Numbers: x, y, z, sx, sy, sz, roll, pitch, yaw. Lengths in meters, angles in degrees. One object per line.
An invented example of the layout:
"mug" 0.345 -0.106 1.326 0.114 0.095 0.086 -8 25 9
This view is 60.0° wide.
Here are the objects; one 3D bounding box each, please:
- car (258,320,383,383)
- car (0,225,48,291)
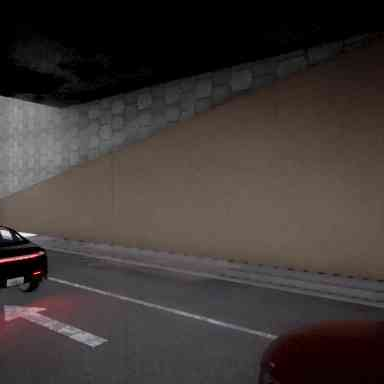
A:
"car" 2.676 1.526 1.975 4.674 1.442 1.812 0 0 36
"car" -5.331 1.492 7.745 4.902 1.511 2.128 0 0 35
